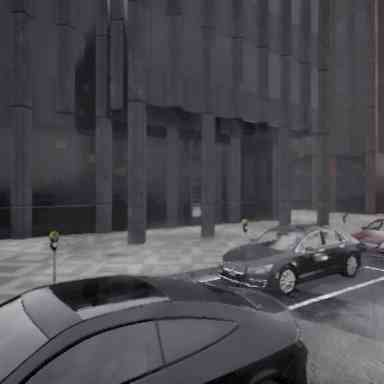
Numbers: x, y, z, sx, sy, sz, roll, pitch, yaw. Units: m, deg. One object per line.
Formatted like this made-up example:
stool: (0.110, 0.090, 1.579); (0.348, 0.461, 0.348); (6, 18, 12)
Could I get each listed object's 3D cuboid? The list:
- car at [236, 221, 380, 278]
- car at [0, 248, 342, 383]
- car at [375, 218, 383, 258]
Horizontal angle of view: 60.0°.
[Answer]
car: (2.662, 1.551, 8.551); (4.403, 1.369, 2.008); (0, 0, -36)
car: (-0.971, 1.526, 2.669); (4.674, 1.442, 1.812); (0, 0, -35)
car: (7.103, 1.582, 11.722); (4.206, 1.307, 1.802); (0, 0, -36)
